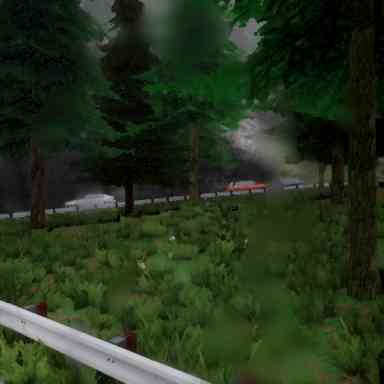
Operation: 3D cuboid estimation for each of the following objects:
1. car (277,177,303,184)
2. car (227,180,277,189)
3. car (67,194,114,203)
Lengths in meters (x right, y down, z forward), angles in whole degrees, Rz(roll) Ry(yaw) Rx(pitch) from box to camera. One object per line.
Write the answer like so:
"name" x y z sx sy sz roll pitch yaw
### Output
"car" 10.200 -0.814 37.529 4.553 1.767 2.097 -4 0 5
"car" 5.804 -0.460 34.081 4.553 1.767 2.097 -5 1 -8
"car" -9.666 0.940 31.642 4.674 1.442 1.812 -5 3 -30
